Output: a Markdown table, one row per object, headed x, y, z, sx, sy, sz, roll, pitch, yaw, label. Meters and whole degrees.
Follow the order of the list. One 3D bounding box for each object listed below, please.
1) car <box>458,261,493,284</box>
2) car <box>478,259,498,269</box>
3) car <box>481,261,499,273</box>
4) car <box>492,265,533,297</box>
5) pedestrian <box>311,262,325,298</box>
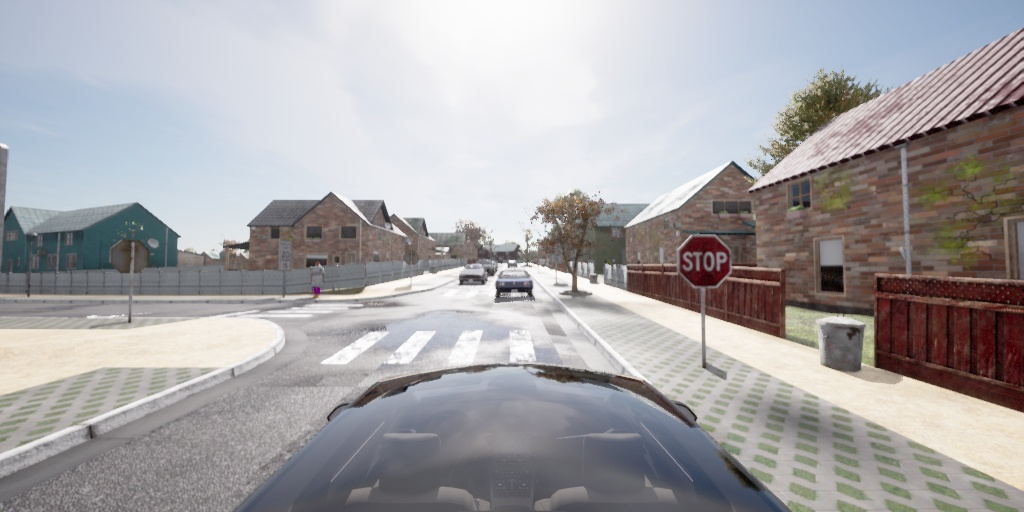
| x | y | z | sx | sy | sz | roll | pitch | yaw | label |
| --- | --- | --- | --- | --- | --- | --- | --- | --- | --- |
| -2.836 | 1.320 | 27.366 | 2.033 | 1.411 | 5.357 | 0 | 0 | 0 | car |
| -2.826 | 1.145 | 36.954 | 2.097 | 1.767 | 4.553 | 0 | 0 | 0 | car |
| -2.819 | 1.372 | 47.015 | 2.033 | 1.411 | 5.357 | 0 | 0 | 0 | car |
| 0.100 | 1.383 | 19.571 | 1.895 | 1.301 | 4.718 | -1 | 0 | 0 | car |
| -9.903 | 1.184 | 18.207 | 0.375 | 1.860 | 0.375 | 0 | -2 | 5 | pedestrian |
